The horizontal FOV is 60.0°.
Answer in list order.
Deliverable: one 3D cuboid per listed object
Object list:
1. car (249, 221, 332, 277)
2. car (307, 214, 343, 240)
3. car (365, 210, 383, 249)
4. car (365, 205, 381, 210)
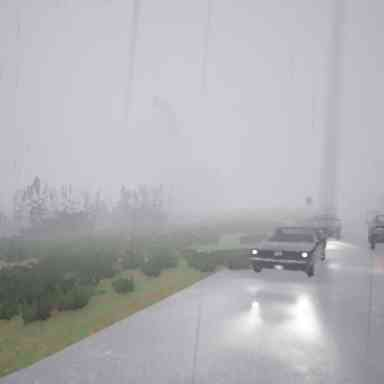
[{"bbox_3d":[3.516,1.912,11.582,1.895,1.301,4.718,-2,-2,27],"label":"car"},{"bbox_3d":[8.113,2.072,20.417,1.994,1.385,4.181,-2,-2,27],"label":"car"},{"bbox_3d":[9.575,1.842,16.082,2.128,1.511,4.902,-2,-2,27],"label":"car"},{"bbox_3d":[26.048,2.585,47.832,1.812,1.442,4.674,-2,-2,27],"label":"car"}]
